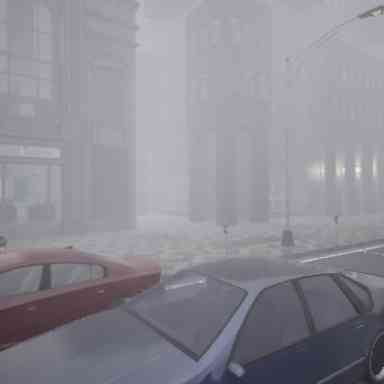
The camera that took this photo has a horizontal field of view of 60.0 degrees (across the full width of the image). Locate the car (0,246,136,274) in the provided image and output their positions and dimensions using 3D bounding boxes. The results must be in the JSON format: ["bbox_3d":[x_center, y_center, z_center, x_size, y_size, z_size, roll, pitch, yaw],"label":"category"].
[{"bbox_3d":[-2.539,1.545,4.840,4.507,1.381,1.887,0,0,-36],"label":"car"}]

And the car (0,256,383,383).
[{"bbox_3d":[0.607,1.547,3.813,5.357,1.411,2.033,0,0,-36],"label":"car"}]
